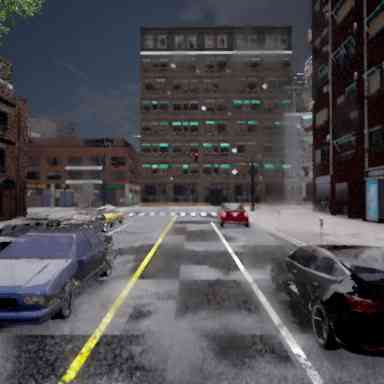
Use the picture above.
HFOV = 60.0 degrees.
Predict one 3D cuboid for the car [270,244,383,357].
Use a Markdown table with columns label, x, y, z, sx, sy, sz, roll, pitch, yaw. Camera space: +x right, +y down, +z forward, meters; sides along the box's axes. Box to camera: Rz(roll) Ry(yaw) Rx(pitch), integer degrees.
| label | x | y | z | sx | sy | sz | roll | pitch | yaw |
| --- | --- | --- | --- | --- | --- | --- | --- | --- | --- |
| car | 2.698 | 1.577 | 6.039 | 1.947 | 1.339 | 4.313 | 1 | 0 | 0 |

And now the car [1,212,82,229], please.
| label | x | y | z | sx | sy | sz | roll | pitch | yaw |
| --- | --- | --- | --- | --- | --- | --- | --- | --- | --- |
| car | -5.652 | 1.587 | 11.662 | 1.947 | 1.339 | 4.313 | 1 | 0 | 0 |

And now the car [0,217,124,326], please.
| label | x | y | z | sx | sy | sz | roll | pitch | yaw |
| --- | --- | --- | --- | --- | --- | --- | --- | --- | --- |
| car | -3.106 | 1.561 | 7.609 | 2.033 | 1.411 | 5.357 | 0 | 0 | 0 |

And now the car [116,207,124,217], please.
| label | x | y | z | sx | sy | sz | roll | pitch | yaw |
| --- | --- | --- | --- | --- | --- | --- | --- | --- | --- |
| car | -5.829 | 1.568 | 22.867 | 1.752 | 1.417 | 4.829 | 1 | 0 | 0 |

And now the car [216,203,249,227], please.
| label | x | y | z | sx | sy | sz | roll | pitch | yaw |
| --- | --- | --- | --- | --- | --- | --- | --- | --- | --- |
| car | 2.737 | 1.483 | 23.097 | 1.967 | 1.590 | 4.097 | 1 | 0 | 0 |

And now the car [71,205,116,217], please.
| label | x | y | z | sx | sy | sz | roll | pitch | yaw |
| --- | --- | --- | --- | --- | --- | --- | --- | --- | --- |
| car | -5.655 | 1.583 | 17.350 | 2.008 | 1.369 | 4.403 | 1 | 0 | 0 |
